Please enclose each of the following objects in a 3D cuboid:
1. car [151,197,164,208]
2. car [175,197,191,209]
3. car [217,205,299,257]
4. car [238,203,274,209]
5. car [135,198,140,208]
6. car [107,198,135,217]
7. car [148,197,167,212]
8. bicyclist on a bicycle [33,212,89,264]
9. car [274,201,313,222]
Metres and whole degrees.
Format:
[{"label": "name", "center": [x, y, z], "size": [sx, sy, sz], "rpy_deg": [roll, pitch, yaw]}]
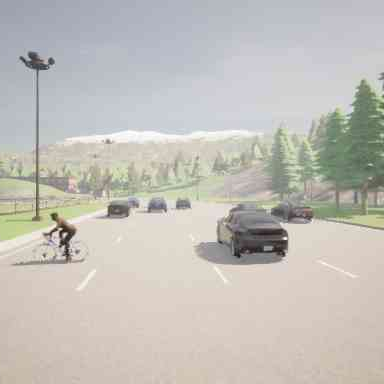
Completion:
[{"label": "car", "center": [-5.002, 1.526, 47.902], "size": [1.812, 1.442, 4.674], "rpy_deg": [0, 0, -7]}, {"label": "car", "center": [-1.282, 1.490, 46.137], "size": [2.128, 1.511, 4.902], "rpy_deg": [0, 0, -6]}, {"label": "car", "center": [2.183, 1.507, 12.957], "size": [1.837, 1.490, 4.892], "rpy_deg": [0, 1, -6]}, {"label": "car", "center": [4.358, 1.547, 26.108], "size": [2.033, 1.411, 5.357], "rpy_deg": [0, 0, -6]}, {"label": "car", "center": [-8.459, 1.526, 47.393], "size": [1.812, 1.442, 4.674], "rpy_deg": [0, 0, -6]}, {"label": "car", "center": [-6.756, 1.477, 31.355], "size": [1.882, 1.535, 5.008], "rpy_deg": [0, 0, -6]}, {"label": "car", "center": [-3.947, 1.352, 38.021], "size": [2.097, 1.767, 4.553], "rpy_deg": [0, 0, -6]}, {"label": "bicyclist on a bicycle", "center": [-4.130, 1.455, 10.461], "size": [1.656, 1.620, 0.582], "rpy_deg": [-2, 1, -15]}, {"label": "car", "center": [7.840, 1.491, 26.408], "size": [2.128, 1.511, 4.902], "rpy_deg": [0, 0, -6]}]
